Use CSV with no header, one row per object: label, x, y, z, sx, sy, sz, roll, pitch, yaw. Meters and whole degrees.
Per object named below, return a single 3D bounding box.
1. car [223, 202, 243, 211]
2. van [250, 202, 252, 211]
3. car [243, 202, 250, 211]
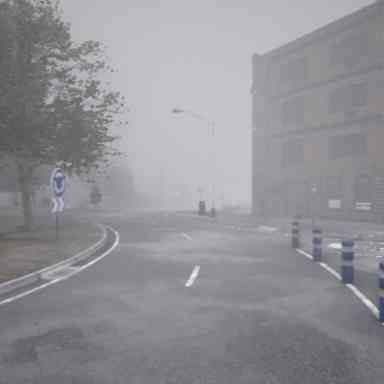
car,6.377,2.557,54.649,2.002,1.452,4.674,2,-2,22
van,10.527,2.909,64.950,1.878,1.987,4.442,0,-3,22
car,8.419,2.852,59.743,2.163,1.488,4.792,0,-3,22
